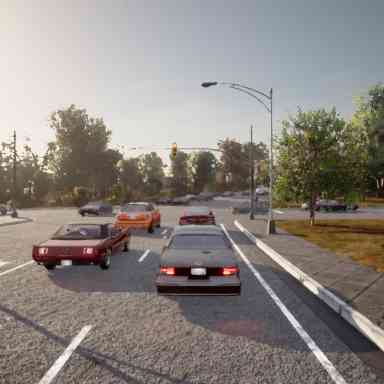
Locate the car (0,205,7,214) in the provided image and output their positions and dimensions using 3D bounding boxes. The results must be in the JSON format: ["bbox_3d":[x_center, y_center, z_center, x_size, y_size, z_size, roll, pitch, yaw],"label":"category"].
[{"bbox_3d":[-21.556,1.708,32.850,4.902,1.511,2.128,-1,0,4],"label":"car"}]

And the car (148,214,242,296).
[{"bbox_3d":[0.143,1.558,8.803,2.033,1.411,5.357,0,0,0],"label":"car"}]

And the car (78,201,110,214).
[{"bbox_3d":[-9.531,1.635,33.445,2.033,1.411,5.357,0,0,5],"label":"car"}]

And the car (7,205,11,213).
[{"bbox_3d":[-22.426,1.745,36.396,4.902,1.511,2.128,-1,0,2],"label":"car"}]

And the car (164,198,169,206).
[{"bbox_3d":[-4.887,1.704,58.228,1.895,1.301,4.718,0,1,17],"label":"car"}]

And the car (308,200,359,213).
[{"bbox_3d":[16.122,1.646,37.750,4.718,1.301,1.895,-1,0,4],"label":"car"}]

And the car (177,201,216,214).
[{"bbox_3d":[0.330,1.518,18.550,1.882,1.535,5.008,0,0,2],"label":"car"}]

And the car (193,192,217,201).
[{"bbox_3d":[2.748,0.982,69.577,2.150,2.045,5.566,0,2,21],"label":"car"}]

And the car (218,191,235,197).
[{"bbox_3d":[9.125,0.541,82.763,2.033,1.411,5.357,0,3,28],"label":"car"}]

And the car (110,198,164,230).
[{"bbox_3d":[-3.139,1.397,20.119,2.097,1.767,4.553,0,0,2],"label":"car"}]

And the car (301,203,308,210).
[{"bbox_3d":[16.053,1.661,41.261,4.718,1.301,1.895,-1,0,4],"label":"car"}]

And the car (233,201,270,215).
[{"bbox_3d":[6.487,1.658,35.285,4.181,1.385,1.994,0,0,21],"label":"car"}]

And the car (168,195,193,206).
[{"bbox_3d":[-1.881,1.716,55.988,1.895,1.301,4.718,0,1,16],"label":"car"}]

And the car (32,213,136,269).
[{"bbox_3d":[-3.336,1.618,11.141,1.895,1.301,4.718,0,0,1],"label":"car"}]

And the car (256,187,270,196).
[{"bbox_3d":[17.865,0.264,83.797,1.895,1.301,4.718,0,3,33],"label":"car"}]

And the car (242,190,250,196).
[{"bbox_3d":[14.325,0.261,84.722,2.128,1.511,4.902,0,3,33],"label":"car"}]

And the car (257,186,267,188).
[{"bbox_3d":[20.017,-0.763,93.200,2.150,2.045,5.566,0,3,38],"label":"car"}]
